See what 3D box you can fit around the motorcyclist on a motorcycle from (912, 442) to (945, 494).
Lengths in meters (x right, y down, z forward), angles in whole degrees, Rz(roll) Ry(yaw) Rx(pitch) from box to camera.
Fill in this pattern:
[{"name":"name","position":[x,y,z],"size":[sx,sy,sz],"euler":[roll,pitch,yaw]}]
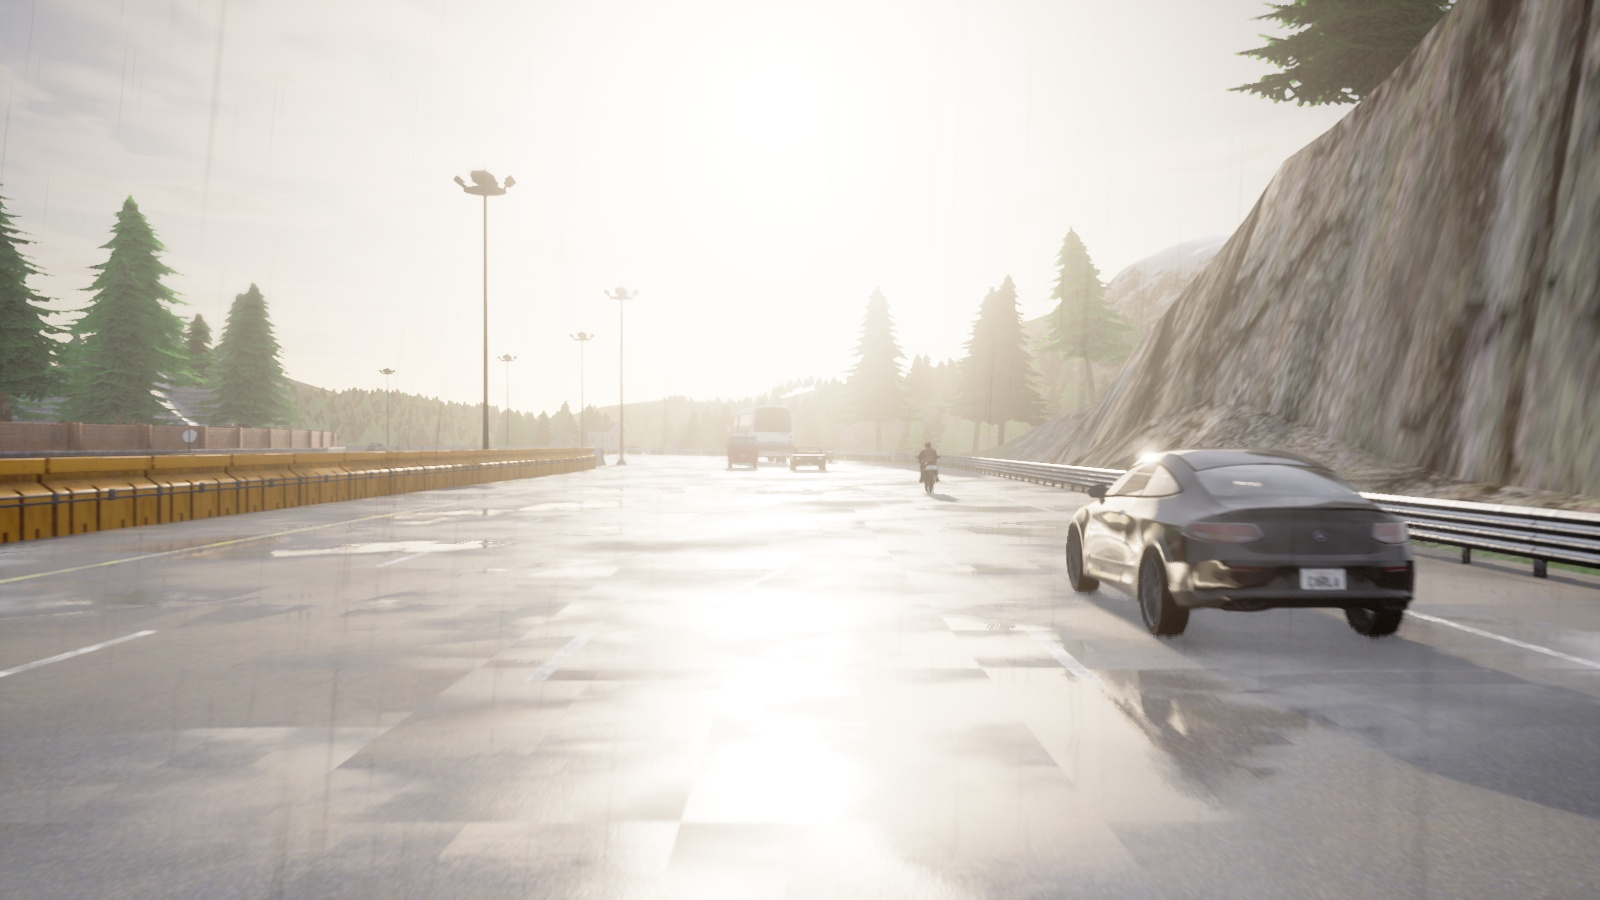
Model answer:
[{"name":"motorcyclist on a motorcycle","position":[3.813,0.520,37.457],"size":[0.797,1.523,2.044],"euler":[0,0,0]}]

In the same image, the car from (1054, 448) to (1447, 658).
[{"name":"car","position":[3.602,0.713,11.068],"size":[1.812,1.442,4.674],"euler":[0,0,0]}]

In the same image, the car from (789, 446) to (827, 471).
[{"name":"car","position":[0.394,0.454,69.711],"size":[1.895,1.301,4.718],"euler":[0,0,-2]}]

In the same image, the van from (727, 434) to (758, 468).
[{"name":"van","position":[-3.492,0.071,75.614],"size":[1.775,1.987,4.442],"euler":[0,0,-4]}]

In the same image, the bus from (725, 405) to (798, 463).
[{"name":"bus","position":[-3.157,-1.186,98.132],"size":[3.944,4.253,10.273],"euler":[0,0,-12]}]
